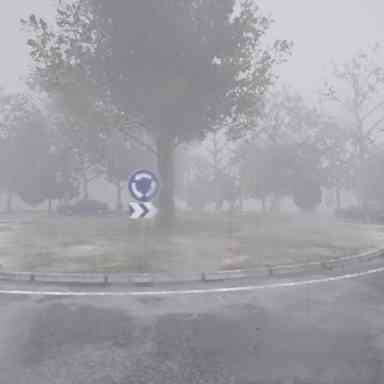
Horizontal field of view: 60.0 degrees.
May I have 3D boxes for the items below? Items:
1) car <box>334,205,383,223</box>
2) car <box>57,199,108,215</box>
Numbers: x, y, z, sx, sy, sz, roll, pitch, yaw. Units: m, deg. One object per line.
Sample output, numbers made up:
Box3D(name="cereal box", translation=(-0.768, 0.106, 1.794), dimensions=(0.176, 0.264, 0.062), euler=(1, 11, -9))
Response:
Box3D(name="car", translation=(13.263, 1.650, 25.693), dimensions=(1.895, 1.301, 4.718), euler=(0, 0, -15))
Box3D(name="car", translation=(-11.219, 1.529, 34.207), dimensions=(5.008, 1.535, 1.882), euler=(-1, 0, -31))
